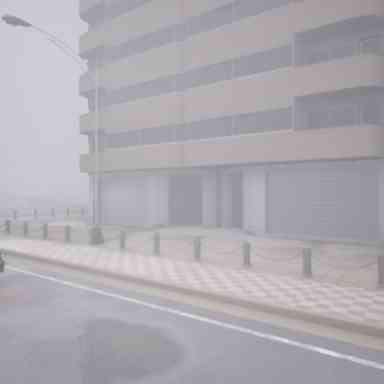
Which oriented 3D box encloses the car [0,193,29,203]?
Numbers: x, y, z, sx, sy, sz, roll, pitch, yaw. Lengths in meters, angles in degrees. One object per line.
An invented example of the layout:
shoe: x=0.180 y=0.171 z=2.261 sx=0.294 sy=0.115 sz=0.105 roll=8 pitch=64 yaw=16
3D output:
car: x=-41.134 y=1.255 z=77.103 sx=1.932 sy=1.855 sz=4.605 roll=0 pitch=0 yaw=35

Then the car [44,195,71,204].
car: x=-27.272 y=1.487 z=67.440 sx=1.970 sy=1.475 sz=3.806 roll=0 pitch=0 yaw=35

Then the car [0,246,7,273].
car: x=-7.079 y=1.554 z=8.928 sx=5.357 sy=1.411 sz=2.033 roll=0 pitch=0 yaw=35
